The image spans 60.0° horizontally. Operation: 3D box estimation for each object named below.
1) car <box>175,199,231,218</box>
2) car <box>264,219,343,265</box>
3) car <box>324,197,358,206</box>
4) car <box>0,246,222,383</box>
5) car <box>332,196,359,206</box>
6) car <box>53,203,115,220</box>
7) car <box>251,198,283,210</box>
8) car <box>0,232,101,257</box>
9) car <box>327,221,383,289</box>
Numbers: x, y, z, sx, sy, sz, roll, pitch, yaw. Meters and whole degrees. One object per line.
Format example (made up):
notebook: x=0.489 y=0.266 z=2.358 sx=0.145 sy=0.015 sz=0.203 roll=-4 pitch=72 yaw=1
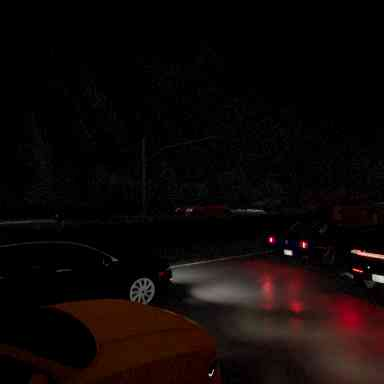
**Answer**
car: x=0.853 y=1.336 z=26.332 sx=4.553 sy=1.767 sz=2.097 roll=0 pitch=0 yaw=-36
car: x=4.787 y=1.591 z=11.626 sx=4.718 sy=1.301 sz=1.895 roll=0 pitch=0 yaw=-36
car: x=13.823 y=1.468 z=31.567 sx=5.357 sy=1.411 sz=2.033 roll=0 pitch=0 yaw=-36
car: x=-2.002 y=1.477 z=2.296 sx=5.008 sy=1.535 sz=1.882 roll=0 pitch=0 yaw=-36
car: x=24.149 y=1.372 z=52.244 sx=4.181 sy=1.385 sz=1.994 roll=0 pitch=0 yaw=-36
car: x=-8.991 y=1.596 z=27.774 sx=4.718 sy=1.301 sz=1.895 roll=0 pitch=0 yaw=-36
car: x=9.382 y=1.434 z=41.343 sx=4.674 sy=1.442 sz=1.812 roll=0 pitch=0 yaw=-36
car: x=-2.653 y=1.505 z=6.152 sx=4.892 sy=1.490 sz=1.837 roll=0 pitch=0 yaw=-36
car: x=5.646 y=1.483 z=7.920 sx=4.902 sy=1.511 sz=2.128 roll=0 pitch=0 yaw=-36
